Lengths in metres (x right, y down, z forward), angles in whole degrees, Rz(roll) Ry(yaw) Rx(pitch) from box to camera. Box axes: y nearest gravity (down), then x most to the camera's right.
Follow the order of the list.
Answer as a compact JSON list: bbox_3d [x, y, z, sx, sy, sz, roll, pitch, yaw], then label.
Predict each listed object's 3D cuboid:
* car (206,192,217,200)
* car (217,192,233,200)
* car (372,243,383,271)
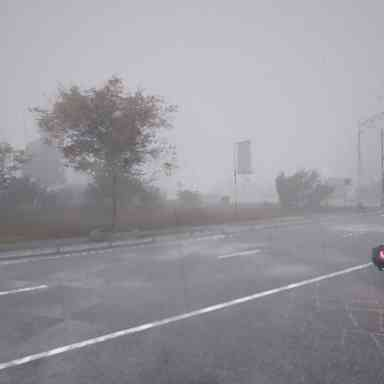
[{"bbox_3d":[1.662,0.767,58.988,1.837,1.490,4.892,-2,1,-38],"label":"car"},{"bbox_3d":[4.936,0.726,60.519,2.033,1.411,5.357,-2,1,-38],"label":"car"},{"bbox_3d":[6.644,1.451,8.468,4.718,1.301,1.895,-1,1,-35],"label":"car"}]
